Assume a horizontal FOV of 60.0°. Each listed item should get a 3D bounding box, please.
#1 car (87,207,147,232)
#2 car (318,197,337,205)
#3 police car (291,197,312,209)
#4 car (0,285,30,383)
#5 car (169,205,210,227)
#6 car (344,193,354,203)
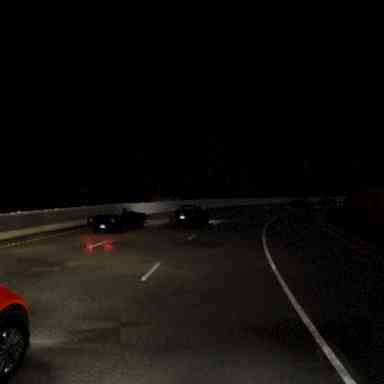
[{"bbox_3d":[-4.369,1.582,20.279,1.895,1.301,4.718,0,0,13],"label":"car"},{"bbox_3d":[24.683,1.630,60.471,1.994,1.385,4.181,0,0,44],"label":"car"},{"bbox_3d":[15.559,1.465,46.865,1.930,1.638,5.238,0,0,33],"label":"police car"},{"bbox_3d":[-3.206,1.341,2.522,2.097,1.767,4.553,0,0,2],"label":"car"},{"bbox_3d":[-0.081,1.559,22.816,1.994,1.385,4.181,0,0,15],"label":"car"},{"bbox_3d":[33.706,1.172,68.736,5.566,2.045,2.150,0,0,-37],"label":"car"}]
